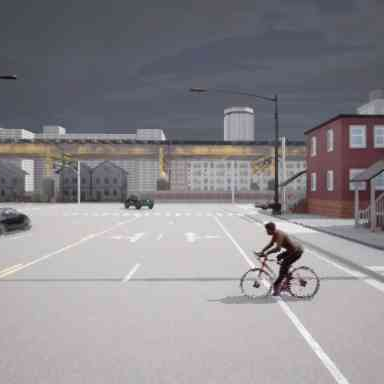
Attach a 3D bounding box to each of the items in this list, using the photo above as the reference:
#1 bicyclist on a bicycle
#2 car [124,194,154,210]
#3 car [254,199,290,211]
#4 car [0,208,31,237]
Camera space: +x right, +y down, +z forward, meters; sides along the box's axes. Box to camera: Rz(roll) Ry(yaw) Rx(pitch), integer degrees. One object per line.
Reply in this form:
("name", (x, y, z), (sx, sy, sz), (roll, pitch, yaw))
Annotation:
("bicyclist on a bicycle", (1.809, 1.448, 6.916), (1.656, 1.620, 0.582), (-2, 0, 1))
("car", (-7.004, 1.218, 43.846), (2.150, 2.045, 5.566), (0, 0, -35))
("car", (10.363, 1.545, 41.007), (5.357, 1.411, 2.033), (0, 0, 4))
("car", (-10.394, 1.563, 17.707), (1.994, 1.385, 4.181), (0, 0, 1))
